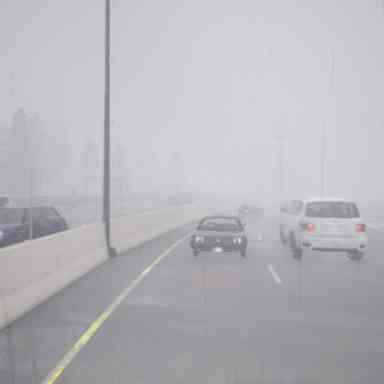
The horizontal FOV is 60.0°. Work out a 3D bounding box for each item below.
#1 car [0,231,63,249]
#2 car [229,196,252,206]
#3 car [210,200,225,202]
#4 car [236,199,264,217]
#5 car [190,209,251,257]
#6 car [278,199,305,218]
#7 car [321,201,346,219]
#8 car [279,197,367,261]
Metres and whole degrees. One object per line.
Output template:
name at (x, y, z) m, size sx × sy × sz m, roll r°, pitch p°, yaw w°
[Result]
car at (-6.208, 1.257, 11.549) m, size 2.097 × 1.767 × 4.553 m, roll 0°, pitch 0°, yaw 8°
car at (7.626, 1.404, 51.867) m, size 1.994 × 1.385 × 4.181 m, roll 1°, pitch 0°, yaw 31°
car at (3.969, 1.335, 52.556) m, size 1.812 × 1.442 × 4.674 m, roll 0°, pitch 0°, yaw 30°
car at (5.335, 1.440, 30.037) m, size 1.812 × 1.442 × 4.674 m, roll 0°, pitch 0°, yaw 19°
car at (1.151, 1.555, 12.837) m, size 1.895 × 1.301 × 4.718 m, roll 0°, pitch 0°, yaw 8°
car at (9.154, 1.433, 30.307) m, size 2.128 × 1.511 × 4.902 m, roll 0°, pitch 0°, yaw 20°
car at (12.873, 1.569, 30.441) m, size 1.895 × 1.301 × 4.718 m, roll 1°, pitch 0°, yaw 20°
car at (4.646, 1.203, 12.542) m, size 2.150 × 2.045 × 5.566 m, roll 0°, pitch 0°, yaw 8°
